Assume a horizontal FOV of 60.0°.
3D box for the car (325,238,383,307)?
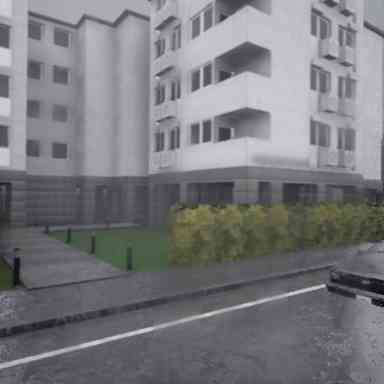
[{"bbox_3d":[5.401,1.644,7.709,5.357,1.411,2.033,1,0,-34],"label":"car"}]
